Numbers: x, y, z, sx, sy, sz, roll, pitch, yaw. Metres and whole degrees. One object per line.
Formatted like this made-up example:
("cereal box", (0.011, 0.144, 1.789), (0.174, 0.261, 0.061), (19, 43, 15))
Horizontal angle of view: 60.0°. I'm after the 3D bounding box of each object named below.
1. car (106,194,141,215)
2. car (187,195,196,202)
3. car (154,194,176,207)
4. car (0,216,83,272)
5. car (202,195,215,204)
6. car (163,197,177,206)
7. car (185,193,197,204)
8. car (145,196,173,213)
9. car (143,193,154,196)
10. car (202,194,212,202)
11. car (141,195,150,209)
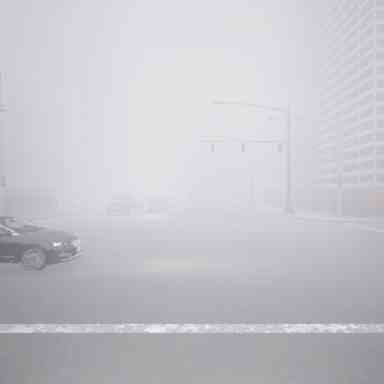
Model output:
("car", (-7.156, 1.221, 34.551), (2.150, 2.045, 5.566), (0, 0, 2))
("car", (-0.158, 1.382, 74.441), (1.994, 1.385, 4.181), (0, 0, 0))
("car", (-3.695, 1.352, 46.690), (2.097, 1.767, 4.553), (0, 0, 0))
("car", (-5.927, 1.492, 10.199), (4.902, 1.511, 2.128), (0, 0, 0))
("car", (3.459, 1.526, 64.690), (1.812, 1.442, 4.674), (0, 0, 0))
("car", (-3.707, 1.564, 56.503), (1.994, 1.385, 4.181), (0, 0, 0))
("car", (-0.135, 1.221, 63.770), (2.150, 2.045, 5.566), (0, 0, 0))
("car", (-3.680, 1.491, 37.473), (2.128, 1.511, 4.902), (0, 0, 0))
("car", (-7.206, 1.221, 55.326), (2.150, 2.045, 5.566), (0, 0, 0))
("car", (3.345, 1.355, 74.593), (2.097, 1.767, 4.553), (0, 0, 0))
("car", (-7.195, 1.547, 44.802), (2.033, 1.411, 5.357), (0, 0, 0))
